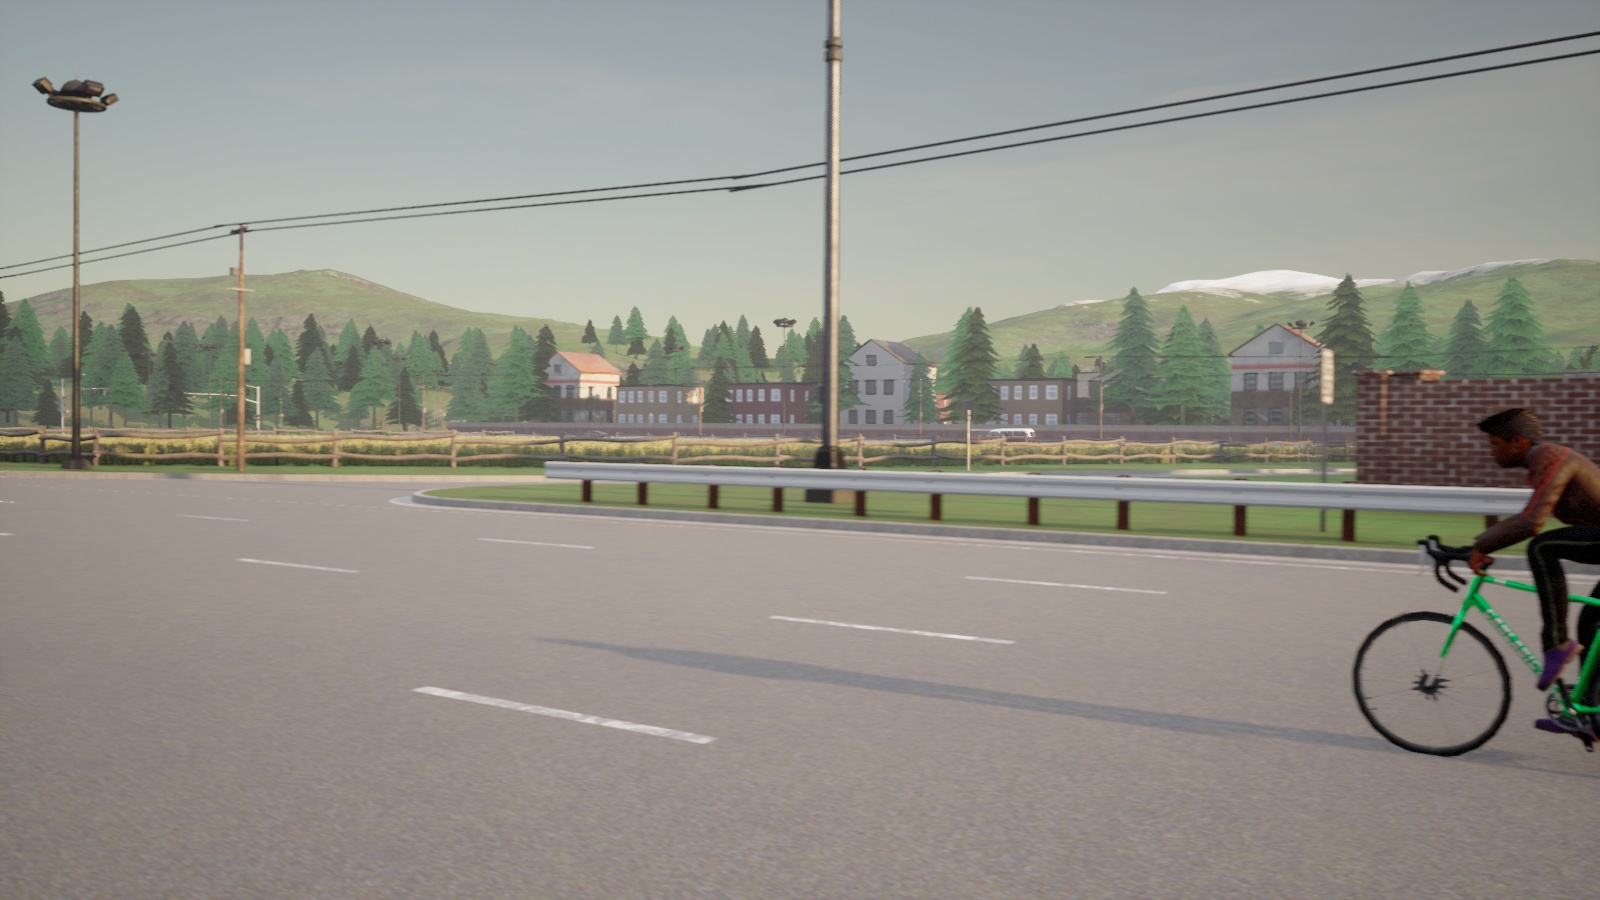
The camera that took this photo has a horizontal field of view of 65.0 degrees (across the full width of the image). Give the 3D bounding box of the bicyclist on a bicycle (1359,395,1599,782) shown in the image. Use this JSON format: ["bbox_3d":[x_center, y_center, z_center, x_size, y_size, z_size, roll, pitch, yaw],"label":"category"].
[{"bbox_3d":[3.424,0.578,5.549,1.656,1.620,0.582,0,1,34],"label":"bicyclist on a bicycle"}]
